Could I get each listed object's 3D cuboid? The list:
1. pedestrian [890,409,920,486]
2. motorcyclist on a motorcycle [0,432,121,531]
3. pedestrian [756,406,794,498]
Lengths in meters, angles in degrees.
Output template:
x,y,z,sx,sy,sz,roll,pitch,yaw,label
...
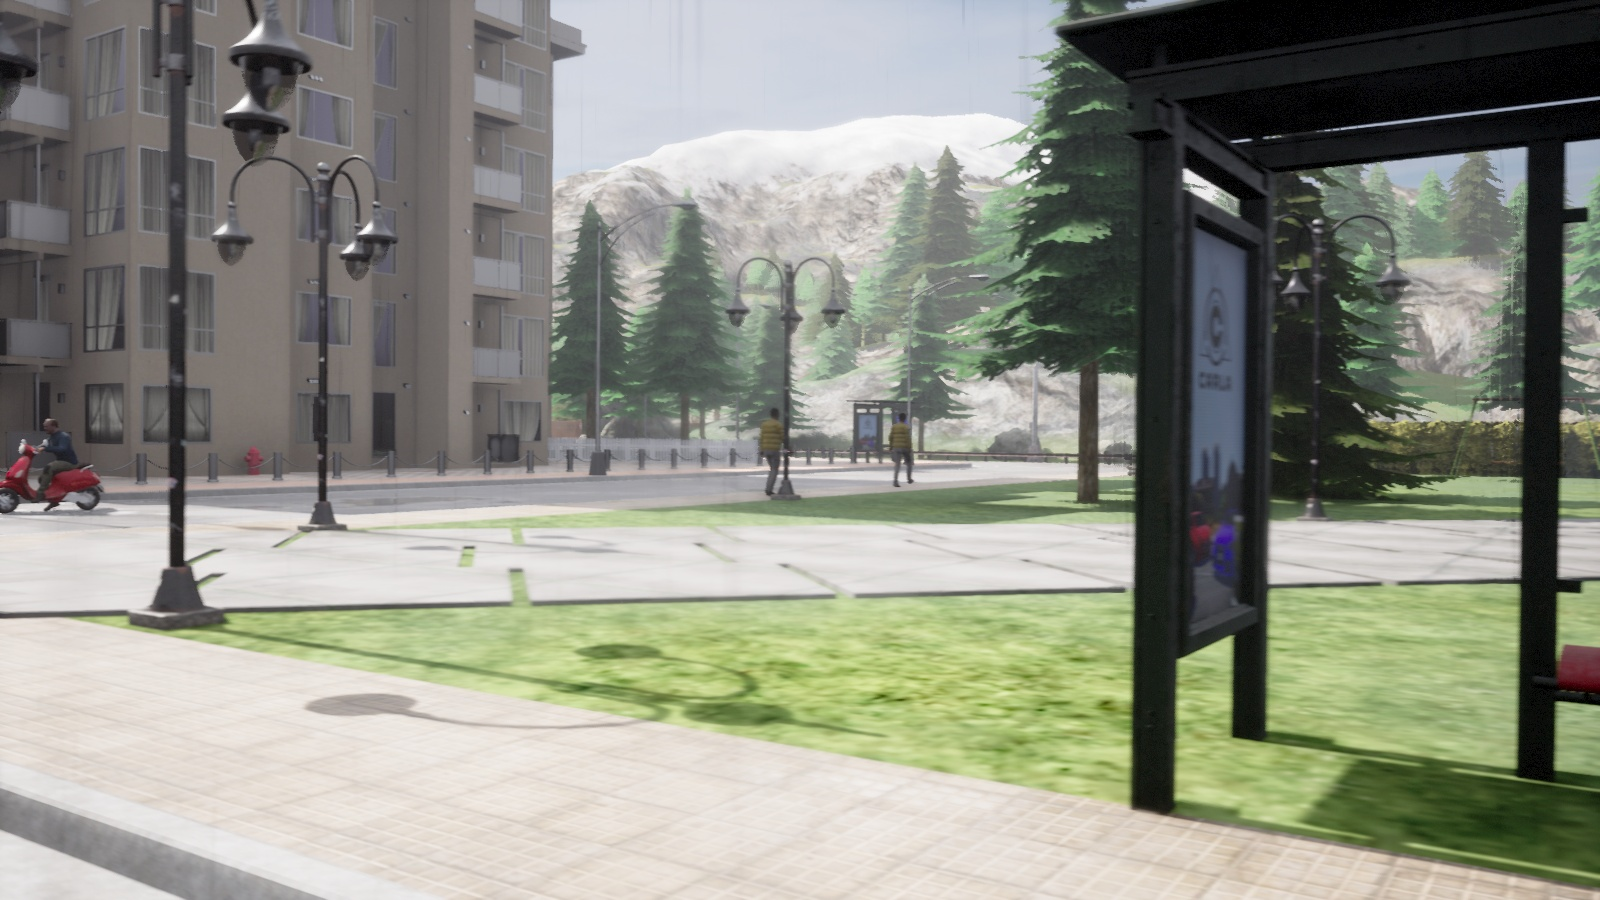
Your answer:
x,y,z,sx,sy,sz,roll,pitch,yaw,label
2.547,-0.061,30.399,0.431,1.840,0.709,0,1,34,pedestrian
-12.649,0.494,21.263,0.866,1.590,1.817,0,1,34,motorcyclist on a motorcycle
-0.497,0.033,25.486,0.431,1.840,0.709,0,1,32,pedestrian
